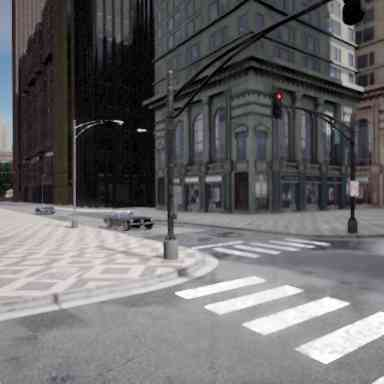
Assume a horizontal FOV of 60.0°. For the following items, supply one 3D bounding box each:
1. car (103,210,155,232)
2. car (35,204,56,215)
[{"bbox_3d":[-4.416,1.932,22.909,1.895,1.301,4.718,0,-1,-35],"label":"car"},{"bbox_3d":[-19.820,2.344,44.791,2.033,1.411,5.357,0,-1,-35],"label":"car"}]
